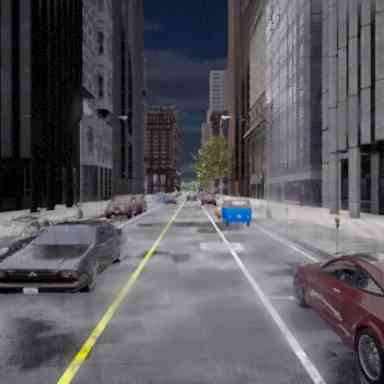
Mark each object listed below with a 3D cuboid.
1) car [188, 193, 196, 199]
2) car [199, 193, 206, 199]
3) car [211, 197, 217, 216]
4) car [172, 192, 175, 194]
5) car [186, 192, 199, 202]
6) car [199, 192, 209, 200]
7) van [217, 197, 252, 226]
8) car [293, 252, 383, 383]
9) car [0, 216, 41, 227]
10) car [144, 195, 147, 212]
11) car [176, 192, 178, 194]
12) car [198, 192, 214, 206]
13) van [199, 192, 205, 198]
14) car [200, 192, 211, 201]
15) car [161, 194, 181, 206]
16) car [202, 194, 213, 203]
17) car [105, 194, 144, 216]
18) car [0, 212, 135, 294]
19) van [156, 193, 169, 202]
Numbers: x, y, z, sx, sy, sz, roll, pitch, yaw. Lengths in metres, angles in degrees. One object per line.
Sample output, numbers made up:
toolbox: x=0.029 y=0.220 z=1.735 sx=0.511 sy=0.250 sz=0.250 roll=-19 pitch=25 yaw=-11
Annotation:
car: x=-0.052 y=1.052 z=86.525 sx=1.882 sy=1.535 sz=5.008 roll=0 pitch=0 yaw=0
car: x=2.804 y=1.004 z=89.610 sx=1.967 sy=1.590 sz=4.097 roll=0 pitch=0 yaw=0
car: x=2.843 y=1.394 z=27.746 sx=1.752 sy=1.417 sz=4.829 roll=0 pitch=0 yaw=0
car: x=-5.715 y=1.044 z=78.339 sx=1.967 sy=1.590 sz=4.097 roll=0 pitch=0 yaw=0
car: x=-0.041 y=0.991 z=67.121 sx=2.097 sy=1.767 sz=4.553 roll=0 pitch=0 yaw=0
car: x=2.811 y=0.920 z=78.330 sx=2.192 sy=1.841 sz=5.009 roll=0 pitch=0 yaw=0
van: x=2.846 y=1.242 z=21.933 sx=1.690 sy=1.788 sz=3.998 roll=0 pitch=0 yaw=0
car: x=2.855 y=1.561 z=5.015 sx=1.802 sy=1.307 sz=4.206 roll=0 pitch=0 yaw=0
car: x=-5.674 y=1.505 z=10.672 sx=2.008 sy=1.369 sz=4.403 roll=0 pitch=0 yaw=0
car: x=-5.687 y=1.152 z=33.230 sx=2.192 sy=1.841 sz=5.009 roll=0 pitch=0 yaw=0
car: x=-5.725 y=1.124 z=95.257 sx=1.802 sy=1.307 sz=4.206 roll=0 pitch=0 yaw=0
car: x=2.357 y=1.096 z=48.685 sx=2.097 sy=1.767 sz=4.553 roll=0 pitch=0 yaw=0
van: x=2.800 y=0.884 z=95.249 sx=1.690 sy=1.788 sz=3.998 roll=0 pitch=0 yaw=0
car: x=2.814 y=0.942 z=72.691 sx=2.192 sy=1.841 sz=5.009 roll=0 pitch=0 yaw=0
car: x=-3.107 y=1.341 z=49.119 sx=1.895 sy=1.301 sz=4.718 roll=0 pitch=0 yaw=0
car: x=2.822 y=1.116 z=61.412 sx=1.967 sy=1.590 sz=4.097 roll=0 pitch=0 yaw=0
car: x=-5.683 y=1.184 z=27.590 sx=2.192 sy=1.841 sz=5.009 roll=0 pitch=0 yaw=0
car: x=-3.103 y=1.509 z=9.061 sx=2.033 sy=1.411 sz=5.357 roll=0 pitch=0 yaw=0
van: x=-5.703 y=1.016 z=61.422 sx=1.690 sy=1.788 sz=3.998 roll=0 pitch=0 yaw=0
